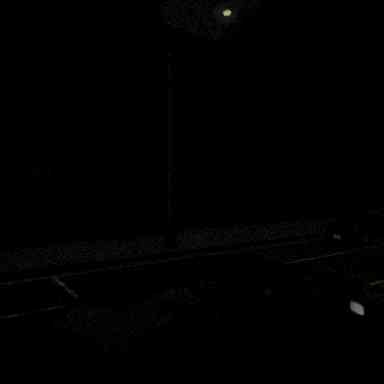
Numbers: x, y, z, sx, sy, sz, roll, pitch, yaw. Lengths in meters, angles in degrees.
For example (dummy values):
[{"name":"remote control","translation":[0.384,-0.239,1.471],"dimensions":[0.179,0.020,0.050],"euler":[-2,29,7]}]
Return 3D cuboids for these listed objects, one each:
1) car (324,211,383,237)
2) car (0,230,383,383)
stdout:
[{"name":"car","translation":[8.036,1.566,15.630],"dimensions":[4.313,1.339,1.947],"euler":[0,0,-36]},{"name":"car","translation":[0.563,1.477,3.680],"dimensions":[5.008,1.535,1.882],"euler":[0,0,-35]}]
